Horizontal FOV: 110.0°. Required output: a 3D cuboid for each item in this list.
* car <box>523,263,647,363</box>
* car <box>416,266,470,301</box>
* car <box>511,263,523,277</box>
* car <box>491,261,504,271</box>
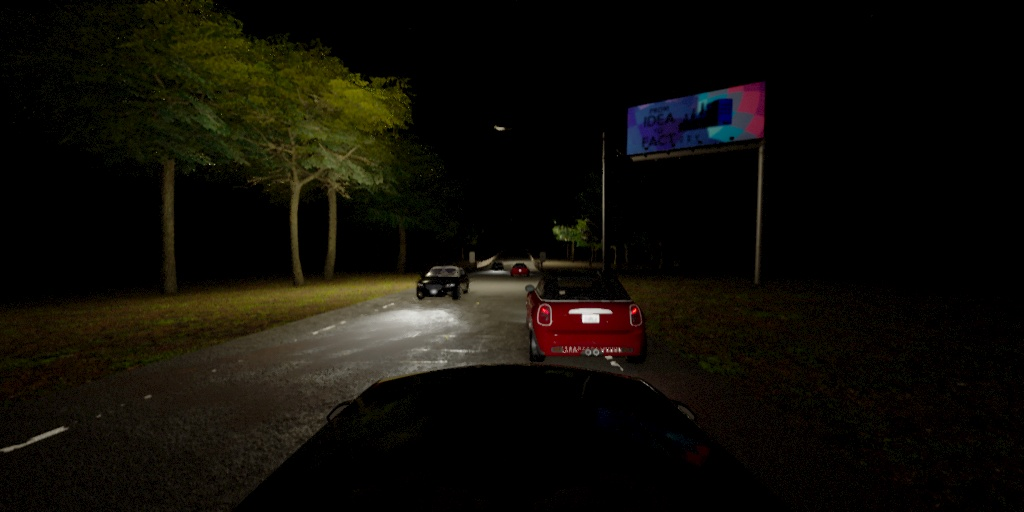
[{"bbox_3d":[1.394,1.090,8.280,2.097,1.767,4.553,0,0,1],"label":"car"},{"bbox_3d":[-3.240,1.251,17.512,2.128,1.511,4.902,0,0,1],"label":"car"},{"bbox_3d":[0.886,1.512,39.182,1.994,1.385,4.181,0,-1,1],"label":"car"},{"bbox_3d":[-2.369,1.628,58.988,2.128,1.511,4.902,0,0,1],"label":"car"}]
